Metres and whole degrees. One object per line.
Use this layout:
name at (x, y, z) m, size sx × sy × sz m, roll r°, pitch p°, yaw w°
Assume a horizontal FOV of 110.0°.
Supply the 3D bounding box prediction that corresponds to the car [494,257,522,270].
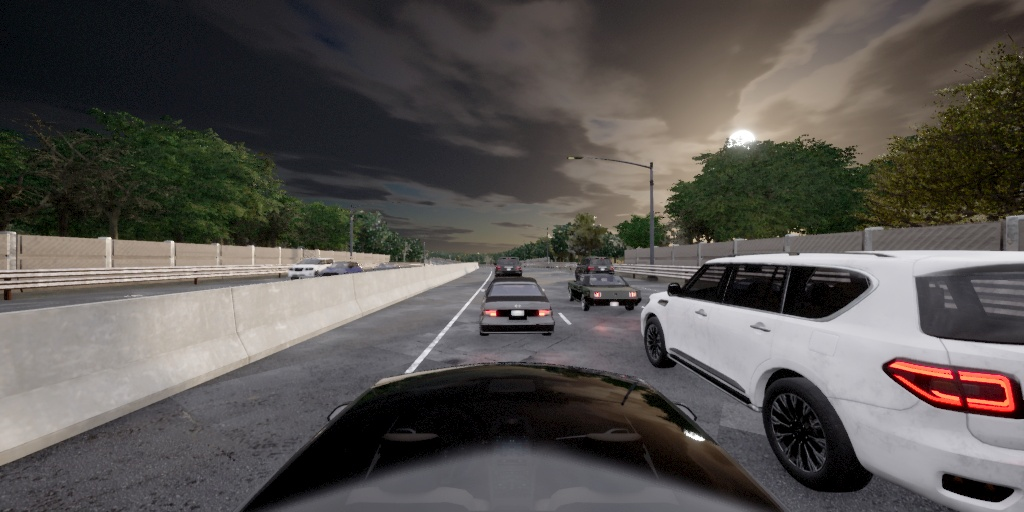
car at (-0.313, 1.117, 29.448) m, size 2.150 × 2.045 × 5.566 m, roll 0°, pitch -1°, yaw -1°

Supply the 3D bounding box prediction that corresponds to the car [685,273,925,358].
car at (7.052, 1.300, 9.722) m, size 2.033 × 1.411 × 5.357 m, roll 0°, pitch 0°, yaw -2°

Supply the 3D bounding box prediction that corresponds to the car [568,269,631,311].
car at (3.484, 1.365, 14.502) m, size 1.895 × 1.301 × 4.718 m, roll 0°, pitch 0°, yaw -1°

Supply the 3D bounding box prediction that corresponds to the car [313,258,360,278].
car at (-14.557, 1.264, 30.690) m, size 2.097 × 1.767 × 4.553 m, roll 0°, pitch -1°, yaw -2°

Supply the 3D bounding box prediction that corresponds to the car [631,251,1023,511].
car at (3.570, 0.972, 4.679) m, size 2.150 × 2.045 × 5.566 m, roll 0°, pitch 0°, yaw 1°

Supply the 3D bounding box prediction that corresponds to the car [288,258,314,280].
car at (-18.119, 1.160, 32.994) m, size 2.150 × 2.045 × 5.566 m, roll 0°, pitch -1°, yaw -2°

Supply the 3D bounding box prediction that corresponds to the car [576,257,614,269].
car at (6.689, 1.115, 29.420) m, size 2.150 × 2.045 × 5.566 m, roll 0°, pitch -1°, yaw -1°

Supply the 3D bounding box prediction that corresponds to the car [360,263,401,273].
car at (-11.076, 1.411, 31.464) m, size 2.128 × 1.511 × 4.902 m, roll 0°, pitch -1°, yaw -2°

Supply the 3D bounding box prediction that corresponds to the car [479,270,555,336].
car at (0.053, 1.300, 10.355) m, size 2.033 × 1.411 × 5.357 m, roll 0°, pitch 0°, yaw -2°
